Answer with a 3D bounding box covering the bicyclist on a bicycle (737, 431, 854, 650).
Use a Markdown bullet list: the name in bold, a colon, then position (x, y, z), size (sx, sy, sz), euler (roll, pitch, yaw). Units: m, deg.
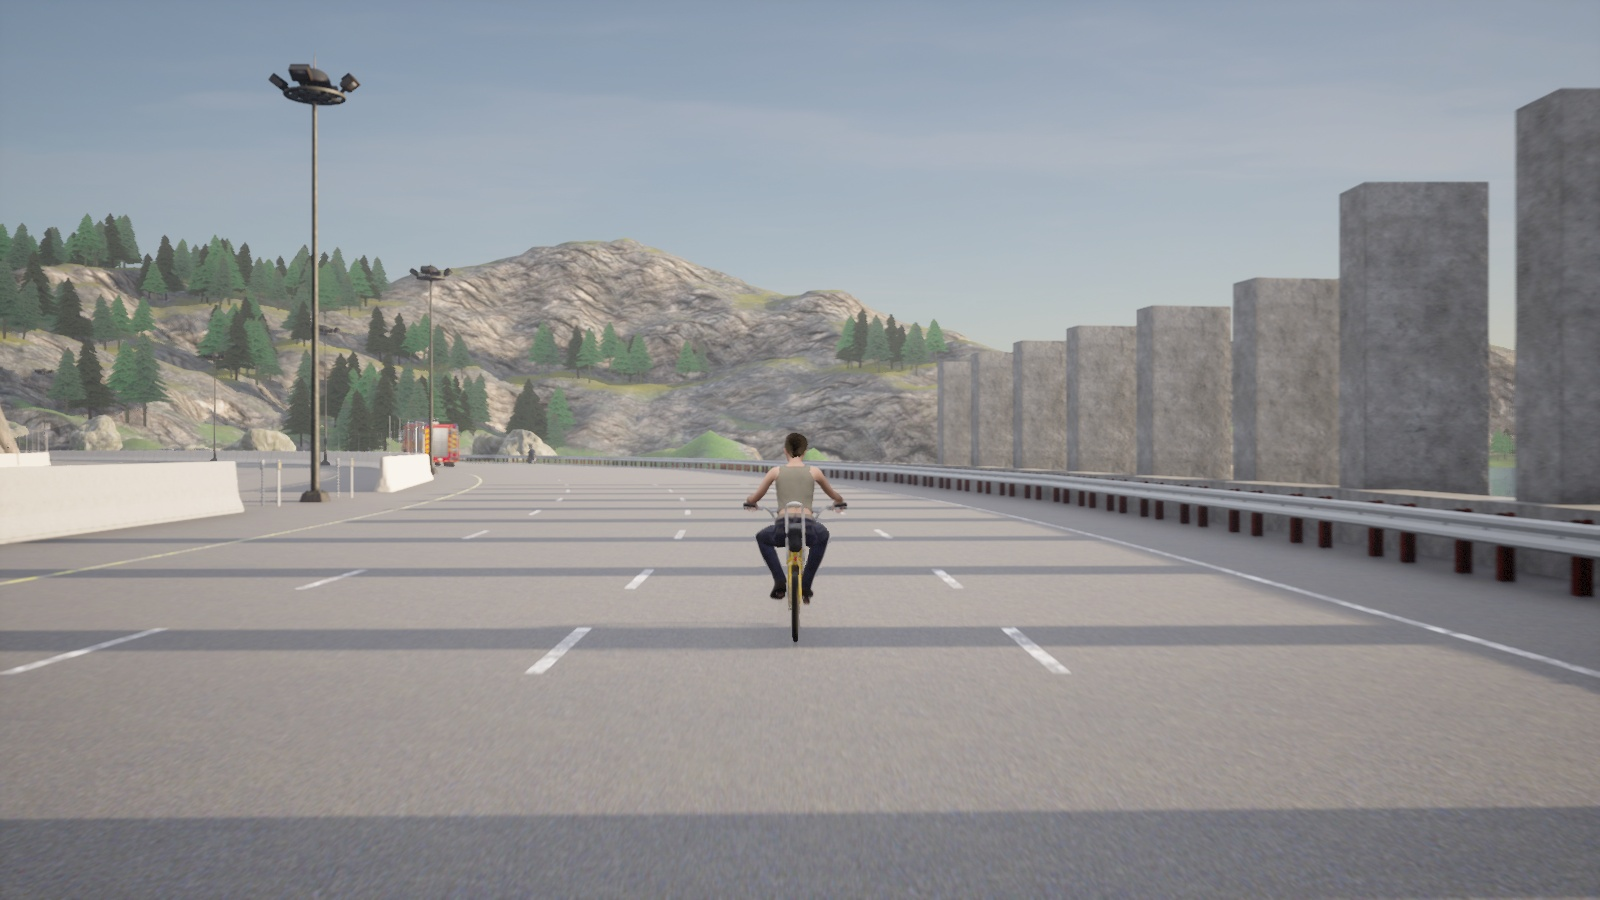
- **bicyclist on a bicycle**: position (-0.036, 0.665, 10.012), size (0.866, 1.612, 1.509), euler (0, 0, 0)
